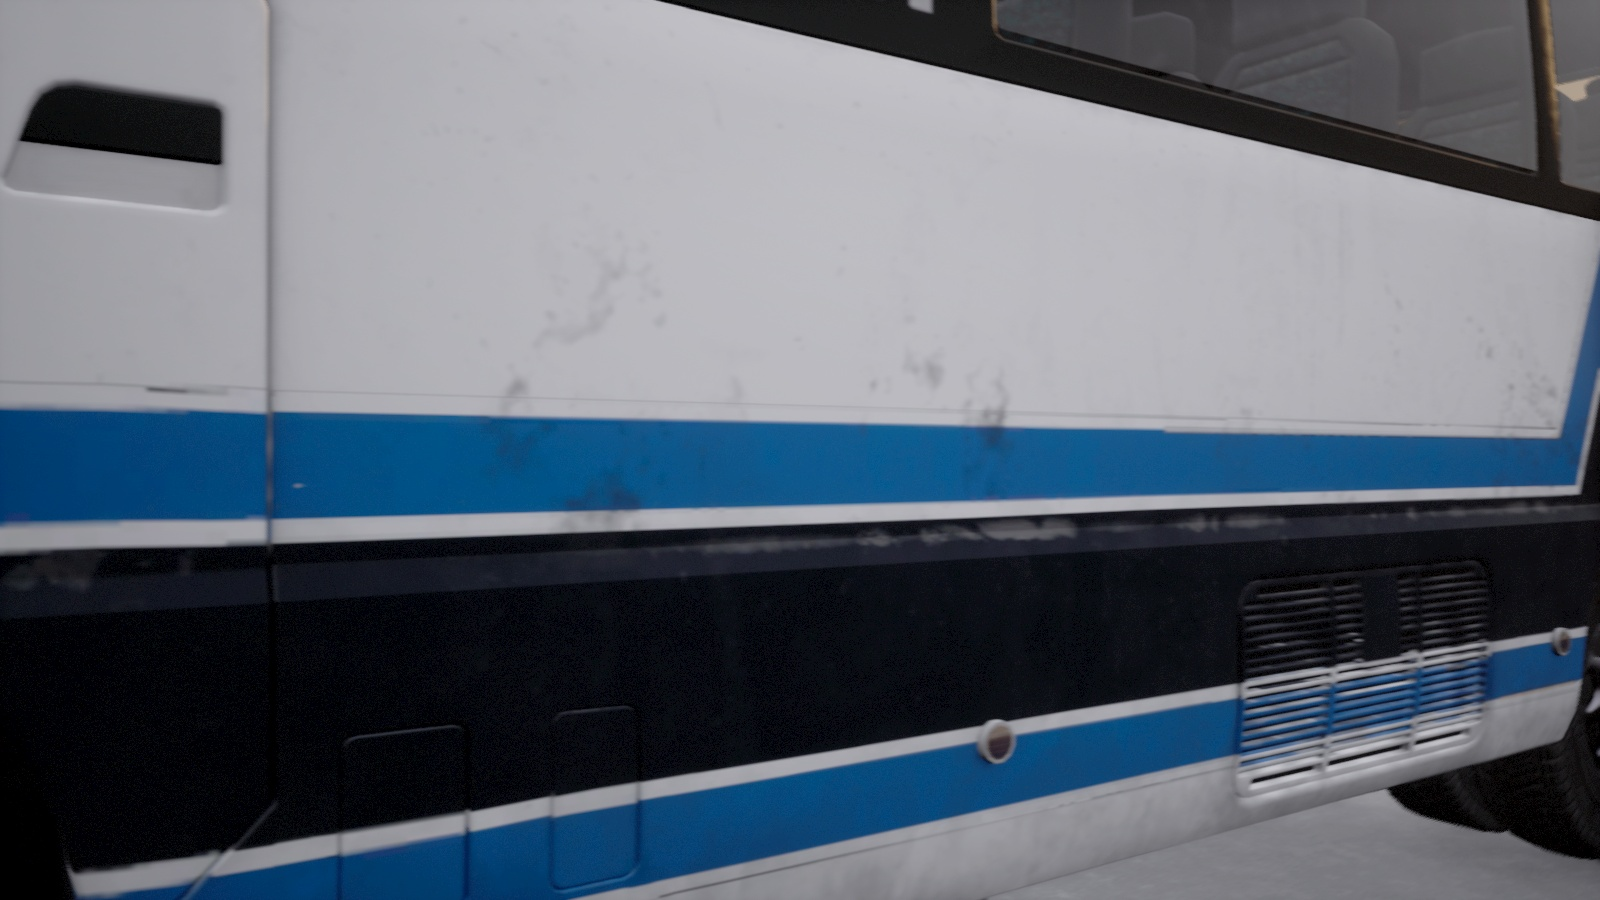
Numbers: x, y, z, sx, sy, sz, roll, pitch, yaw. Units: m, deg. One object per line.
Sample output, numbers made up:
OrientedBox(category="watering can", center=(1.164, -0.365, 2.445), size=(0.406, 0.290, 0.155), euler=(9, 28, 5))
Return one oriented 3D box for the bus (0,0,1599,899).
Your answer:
OrientedBox(category="bus", center=(-0.084, -0.621, 4.215), size=(10.273, 4.253, 3.944), euler=(0, 0, -35))
